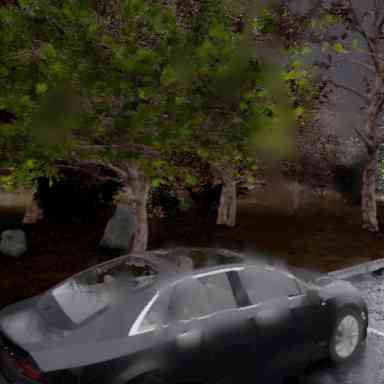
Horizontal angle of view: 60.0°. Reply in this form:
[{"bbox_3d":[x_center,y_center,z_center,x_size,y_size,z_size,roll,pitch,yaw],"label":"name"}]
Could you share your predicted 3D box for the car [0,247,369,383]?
[{"bbox_3d":[0.285,1.468,4.238,4.892,1.521,2.231,-1,2,-33],"label":"car"}]
